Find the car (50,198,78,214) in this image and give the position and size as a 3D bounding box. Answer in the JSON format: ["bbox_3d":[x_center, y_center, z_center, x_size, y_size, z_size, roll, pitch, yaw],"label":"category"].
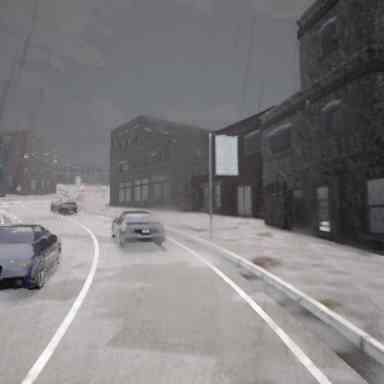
[{"bbox_3d":[-13.437,1.421,34.796,2.128,1.511,4.902,3,-1,-36],"label":"car"}]

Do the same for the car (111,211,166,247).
[{"bbox_3d":[-2.607,1.579,15.359,2.033,1.411,5.357,1,0,-19],"label":"car"}]

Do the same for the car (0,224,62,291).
[{"bbox_3d":[-4.715,1.559,8.736,1.994,1.385,4.181,0,0,-12],"label":"car"}]
